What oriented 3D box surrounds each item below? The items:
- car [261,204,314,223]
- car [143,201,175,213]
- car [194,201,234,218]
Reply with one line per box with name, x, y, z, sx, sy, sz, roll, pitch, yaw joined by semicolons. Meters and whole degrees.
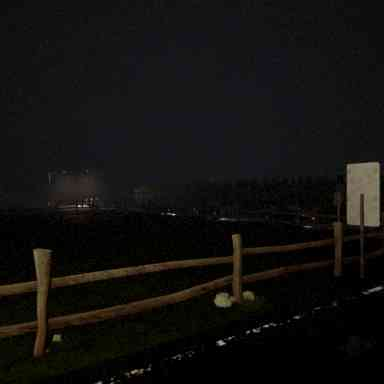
car;7.414;1.653;25.884;1.812;1.442;4.674;0;0;-35
car;-4.321;1.841;42.378;2.033;1.411;5.357;0;0;-36
car;2.099;1.705;33.361;1.837;1.490;4.892;0;0;-35
